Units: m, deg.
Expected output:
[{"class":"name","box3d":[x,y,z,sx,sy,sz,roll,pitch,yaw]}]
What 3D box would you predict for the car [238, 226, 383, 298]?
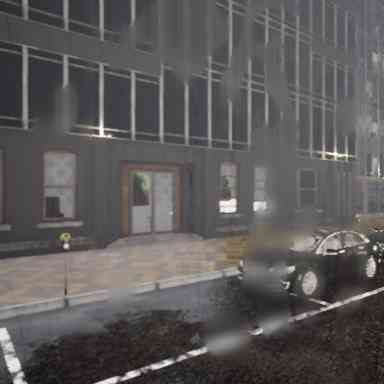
[{"class":"car","box3d":[3.113,1.582,8.482,4.403,1.369,2.008,0,0,-35]}]
